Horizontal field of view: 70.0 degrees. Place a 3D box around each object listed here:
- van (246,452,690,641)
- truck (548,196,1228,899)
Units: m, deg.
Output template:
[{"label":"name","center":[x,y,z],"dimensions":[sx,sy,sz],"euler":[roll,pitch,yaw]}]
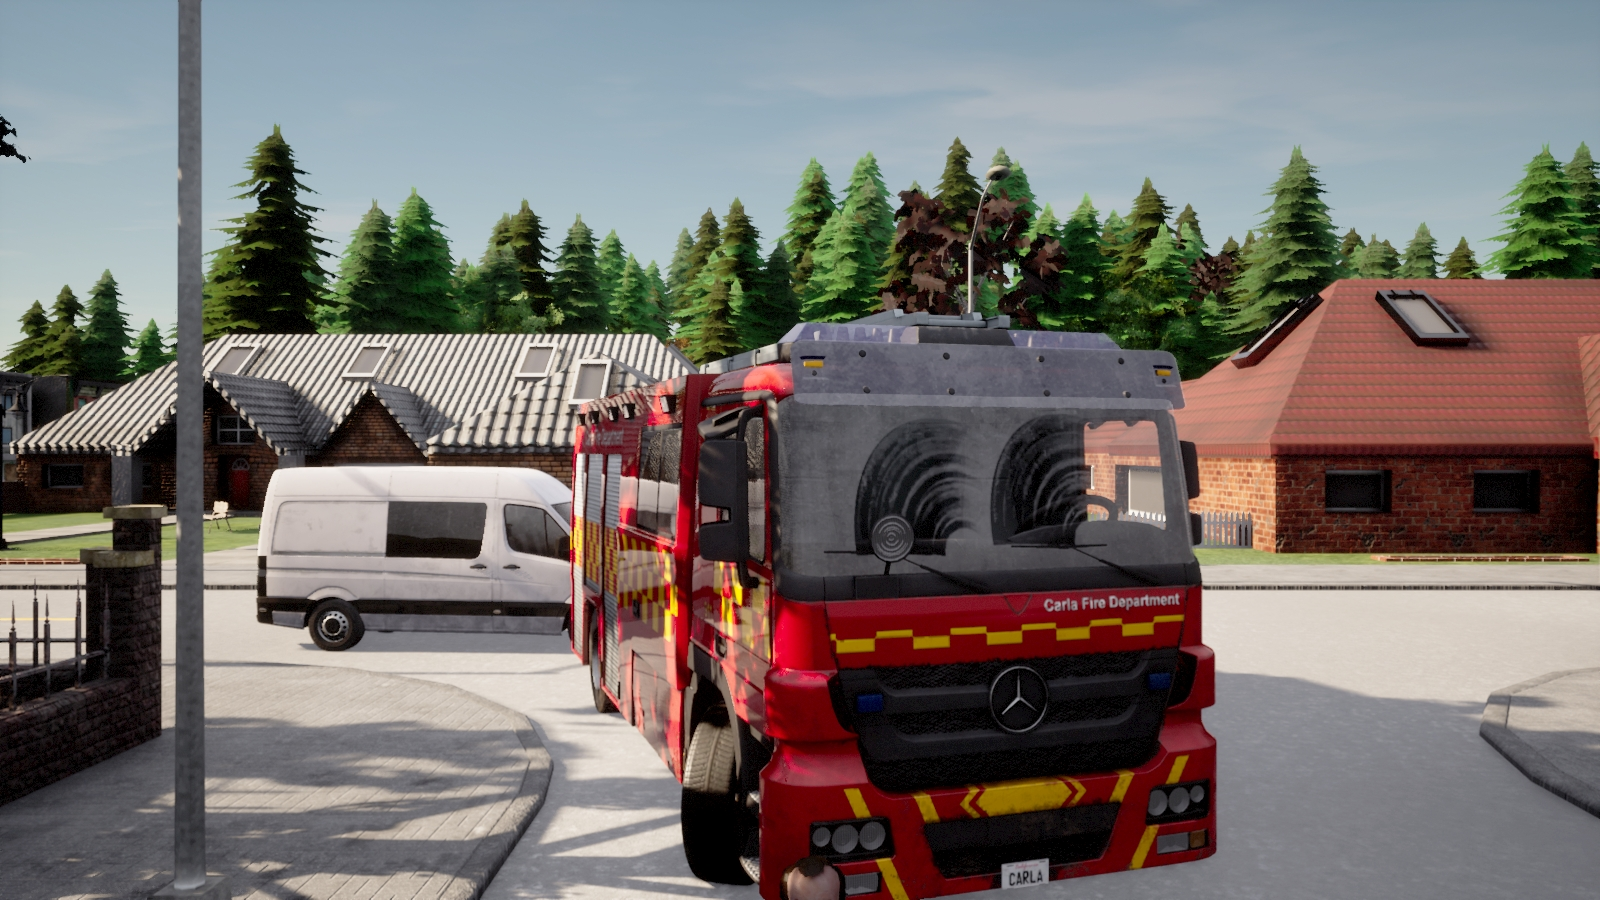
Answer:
[{"label":"van","center":[-4.699,1.310,16.698],"dimensions":[5.915,2.561,1.988],"euler":[0,0,4]},{"label":"truck","center":[-0.277,0.668,10.075],"dimensions":[2.891,3.827,8.468],"euler":[0,0,-19]}]
